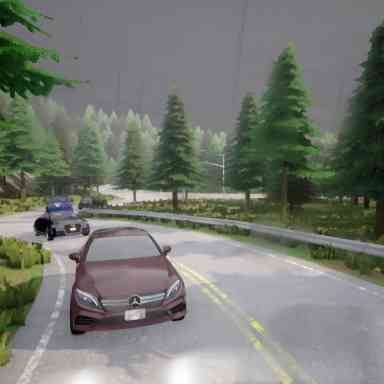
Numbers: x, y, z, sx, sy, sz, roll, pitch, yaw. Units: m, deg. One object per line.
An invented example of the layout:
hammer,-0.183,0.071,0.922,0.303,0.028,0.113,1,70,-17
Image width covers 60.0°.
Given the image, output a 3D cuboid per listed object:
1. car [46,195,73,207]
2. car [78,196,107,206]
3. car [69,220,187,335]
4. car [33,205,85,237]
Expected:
car,-12.805,1.324,32.212,2.150,2.045,5.566,-1,0,-18
car,-12.644,1.287,42.796,2.097,1.767,4.553,2,2,13
car,-1.509,1.522,7.034,1.812,1.442,4.674,-2,0,-17
car,-7.023,1.663,17.742,1.994,1.385,4.181,-4,2,-38
